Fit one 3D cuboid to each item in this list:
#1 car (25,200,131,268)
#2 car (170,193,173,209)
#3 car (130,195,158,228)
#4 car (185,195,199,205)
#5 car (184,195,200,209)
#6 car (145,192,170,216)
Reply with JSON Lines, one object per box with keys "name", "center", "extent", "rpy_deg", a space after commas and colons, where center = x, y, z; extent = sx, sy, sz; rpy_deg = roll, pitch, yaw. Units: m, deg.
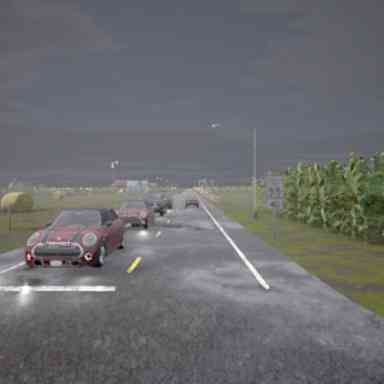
{"name": "car", "center": [-3.637, 1.321, 11.195], "extent": [2.097, 1.767, 4.553], "rpy_deg": [0, 0, 1]}
{"name": "car", "center": [-3.570, 1.078, 42.274], "extent": [2.150, 2.045, 5.566], "rpy_deg": [0, 0, 1]}
{"name": "car", "center": [-3.612, 1.290, 21.291], "extent": [2.097, 1.767, 4.553], "rpy_deg": [0, 0, 0]}
{"name": "car", "center": [-0.035, 1.296, 53.722], "extent": [2.128, 1.511, 4.902], "rpy_deg": [0, 0, 0]}
{"name": "car", "center": [0.024, 1.358, 43.418], "extent": [1.837, 1.490, 4.892], "rpy_deg": [0, 0, 1]}
{"name": "car", "center": [-3.609, 1.123, 31.503], "extent": [2.150, 2.045, 5.566], "rpy_deg": [0, 0, 0]}
